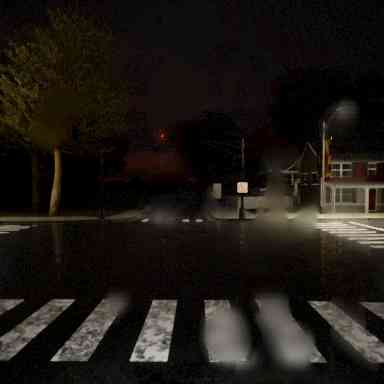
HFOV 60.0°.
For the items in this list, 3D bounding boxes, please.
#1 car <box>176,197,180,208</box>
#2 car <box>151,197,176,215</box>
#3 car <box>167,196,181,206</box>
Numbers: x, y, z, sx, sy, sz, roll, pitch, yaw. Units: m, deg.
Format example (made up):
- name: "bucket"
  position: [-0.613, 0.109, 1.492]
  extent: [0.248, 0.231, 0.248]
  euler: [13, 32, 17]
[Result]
- name: "car"
  position: [-2.945, 1.460, 44.136]
  extent: [1.837, 1.490, 4.892]
  euler: [0, 0, 0]
- name: "car"
  position: [-2.982, 1.447, 33.834]
  extent: [1.882, 1.535, 5.008]
  euler: [0, 0, 0]
- name: "car"
  position: [-2.903, 1.484, 54.765]
  extent: [2.033, 1.411, 5.357]
  euler: [0, 0, 0]
